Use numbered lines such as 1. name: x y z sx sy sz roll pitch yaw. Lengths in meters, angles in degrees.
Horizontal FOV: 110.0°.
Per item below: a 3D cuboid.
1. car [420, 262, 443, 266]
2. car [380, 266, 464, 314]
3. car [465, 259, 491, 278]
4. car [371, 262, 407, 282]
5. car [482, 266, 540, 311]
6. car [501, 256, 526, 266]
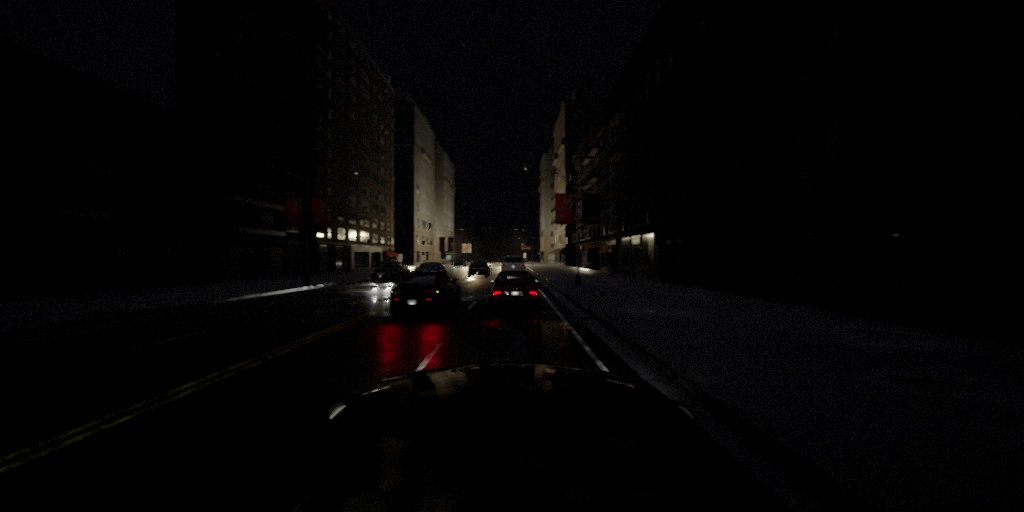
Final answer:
1. car: -6.588 1.235 29.069 1.882 1.535 5.008 0 0 0
2. car: -3.146 1.276 13.596 1.812 1.442 4.674 0 0 0
3. car: -3.139 1.267 34.800 1.837 1.490 4.892 0 0 0
4. car: -9.838 1.249 29.230 2.128 1.511 4.902 0 0 0
5. car: 0.105 1.298 14.504 2.033 1.411 5.357 0 0 0
6. car: 0.111 0.982 33.836 2.150 2.045 5.566 0 0 0
